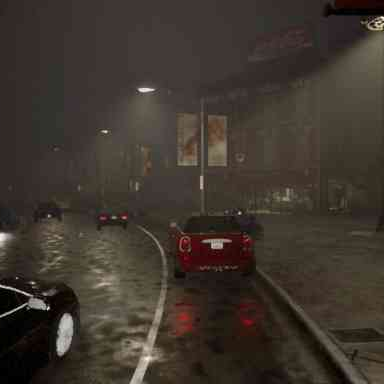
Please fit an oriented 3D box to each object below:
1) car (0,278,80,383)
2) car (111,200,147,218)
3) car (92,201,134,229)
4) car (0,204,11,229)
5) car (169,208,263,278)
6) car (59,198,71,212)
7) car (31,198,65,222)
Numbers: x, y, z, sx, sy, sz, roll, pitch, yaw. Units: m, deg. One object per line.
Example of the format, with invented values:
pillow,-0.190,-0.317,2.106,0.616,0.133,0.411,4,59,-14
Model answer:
car,-2.710,1.503,3.015,1.837,1.490,4.892,1,0,5
car,-5.604,1.588,29.710,1.895,1.301,4.718,0,0,-25
car,-5.365,1.542,21.447,2.033,1.411,5.357,0,0,-20
car,-12.765,1.512,21.213,1.882,1.535,5.008,0,0,-23
car,0.407,1.350,10.332,2.097,1.767,4.553,0,0,-6
car,-15.576,1.466,38.060,1.882,1.535,5.008,0,0,-41
car,-11.655,1.496,26.607,1.837,1.490,4.892,1,0,-27
